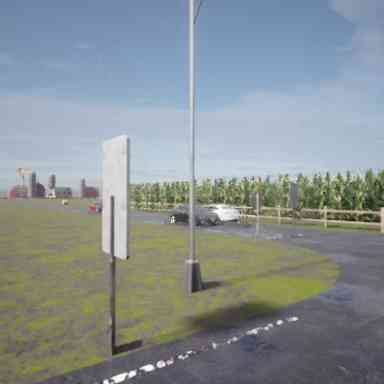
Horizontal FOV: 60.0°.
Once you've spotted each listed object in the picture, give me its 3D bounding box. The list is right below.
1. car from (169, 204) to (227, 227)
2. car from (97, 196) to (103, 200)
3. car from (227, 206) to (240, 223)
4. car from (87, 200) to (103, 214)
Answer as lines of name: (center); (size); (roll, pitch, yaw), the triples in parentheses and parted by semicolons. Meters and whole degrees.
car: (0.076, 1.683, 24.473); (1.837, 1.490, 4.892); (0, -1, -34)
car: (-12.711, 1.659, 48.249); (2.150, 2.045, 5.566); (0, 0, -34)
car: (1.950, 1.725, 26.950); (1.812, 1.442, 4.674); (0, -1, -34)
car: (-11.476, 1.966, 41.345); (1.895, 1.301, 4.718); (0, -1, -34)
